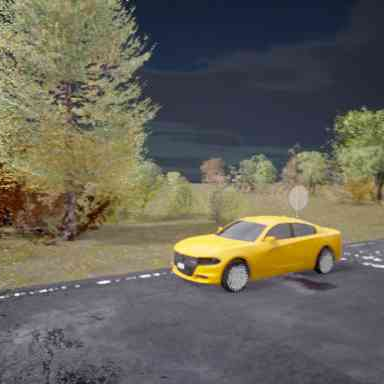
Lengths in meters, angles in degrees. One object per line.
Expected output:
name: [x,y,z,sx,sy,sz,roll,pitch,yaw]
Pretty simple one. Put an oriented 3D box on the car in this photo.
car: [1.855,1.393,8.811,5.008,1.535,1.882,0,1,-33]
